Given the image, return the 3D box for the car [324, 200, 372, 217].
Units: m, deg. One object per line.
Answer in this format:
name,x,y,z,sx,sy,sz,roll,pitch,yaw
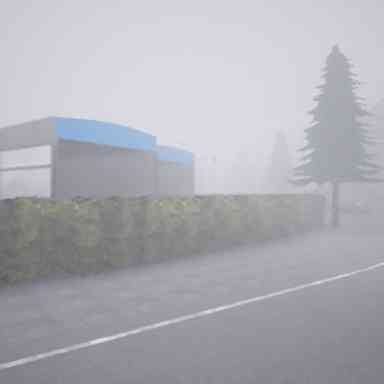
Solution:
car,14.550,1.528,31.683,1.812,1.442,4.674,0,0,-36
